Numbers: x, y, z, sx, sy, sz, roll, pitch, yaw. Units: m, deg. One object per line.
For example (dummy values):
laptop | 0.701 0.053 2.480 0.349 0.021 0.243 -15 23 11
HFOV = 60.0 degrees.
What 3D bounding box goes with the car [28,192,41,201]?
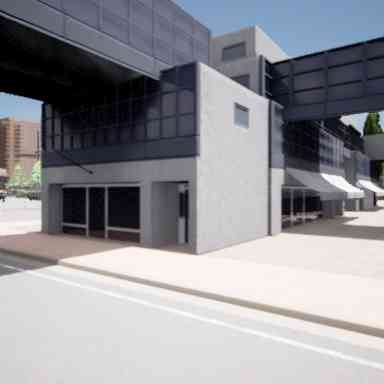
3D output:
car | -32.997 0.985 71.109 4.605 1.855 1.932 0 0 35
